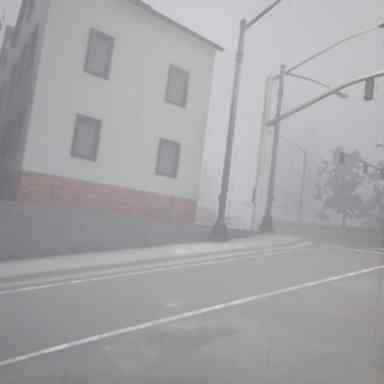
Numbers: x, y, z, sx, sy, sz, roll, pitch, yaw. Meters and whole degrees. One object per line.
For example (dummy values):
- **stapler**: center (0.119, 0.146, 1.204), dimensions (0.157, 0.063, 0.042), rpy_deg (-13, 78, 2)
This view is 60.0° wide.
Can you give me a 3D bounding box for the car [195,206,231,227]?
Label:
- **car**: center (1.762, 2.579, 35.538), dimensions (2.150, 2.045, 5.566), rpy_deg (11, -6, -35)
